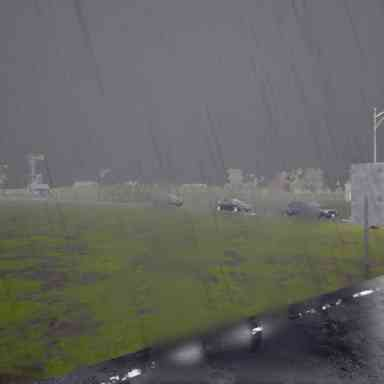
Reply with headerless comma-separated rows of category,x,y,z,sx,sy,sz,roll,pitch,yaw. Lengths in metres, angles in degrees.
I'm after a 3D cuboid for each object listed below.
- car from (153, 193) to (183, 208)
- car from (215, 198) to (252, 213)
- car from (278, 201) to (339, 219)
car,-3.616,1.203,48.812,2.150,2.045,5.566,0,0,-37
car,4.596,1.489,37.554,1.837,1.490,4.892,0,0,-35
car,10.075,1.535,29.353,2.033,1.411,5.357,0,0,-33
